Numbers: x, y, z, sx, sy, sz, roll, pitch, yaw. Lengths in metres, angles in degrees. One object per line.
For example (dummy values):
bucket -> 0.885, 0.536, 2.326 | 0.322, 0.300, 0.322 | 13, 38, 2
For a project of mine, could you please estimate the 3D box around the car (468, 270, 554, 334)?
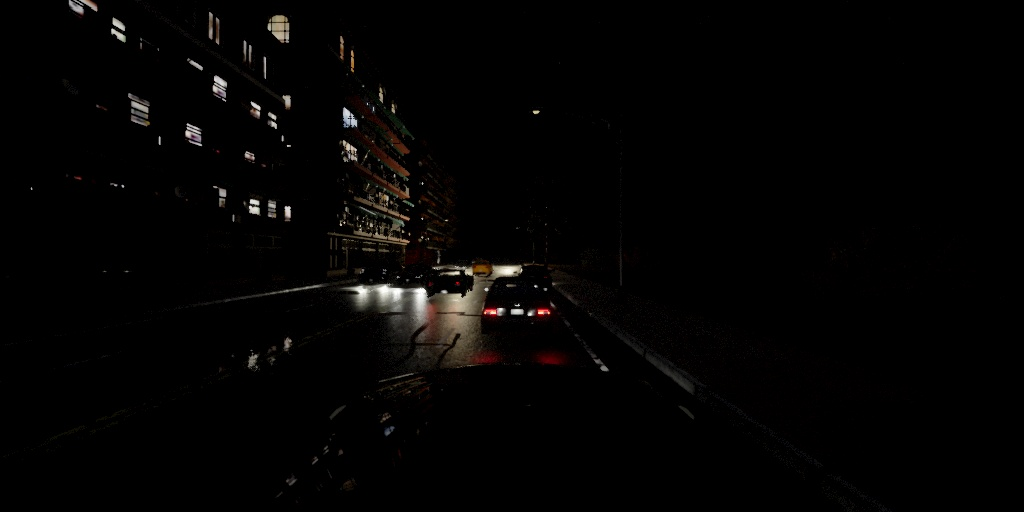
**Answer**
car -> 0.117, 1.299, 10.551 | 2.033, 1.411, 5.357 | 0, 0, 0

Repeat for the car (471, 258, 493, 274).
car -> -3.082, 1.229, 37.712 | 1.882, 1.535, 5.008 | 0, 0, 0

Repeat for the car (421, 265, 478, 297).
car -> -3.121, 1.353, 18.803 | 1.895, 1.301, 4.718 | 0, 0, 0

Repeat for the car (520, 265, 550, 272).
car -> 1.171, 1.257, 20.240 | 1.837, 1.490, 4.892 | 0, 0, 0

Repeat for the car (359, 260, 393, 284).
car -> -9.805, 1.104, 27.184 | 2.097, 1.767, 4.553 | 0, 0, 0

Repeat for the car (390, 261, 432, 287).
car -> -6.559, 1.257, 24.922 | 1.837, 1.490, 4.892 | 0, 0, 0
